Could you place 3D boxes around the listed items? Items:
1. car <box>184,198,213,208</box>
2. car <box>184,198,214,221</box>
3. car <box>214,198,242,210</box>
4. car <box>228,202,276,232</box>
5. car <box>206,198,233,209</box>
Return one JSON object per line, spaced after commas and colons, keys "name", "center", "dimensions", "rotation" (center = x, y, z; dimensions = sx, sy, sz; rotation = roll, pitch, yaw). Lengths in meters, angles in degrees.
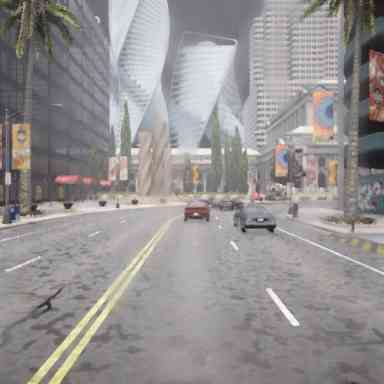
{"name": "car", "center": [1.023, 1.590, 49.089], "dimensions": [1.895, 1.301, 4.718], "rotation": [0, 0, 34]}
{"name": "car", "center": [0.526, 1.472, 26.906], "dimensions": [1.882, 1.535, 5.008], "rotation": [0, 0, 5]}
{"name": "car", "center": [5.025, 1.482, 41.594], "dimensions": [2.128, 1.511, 4.902], "rotation": [0, 0, 27]}
{"name": "car", "center": [3.651, 1.543, 20.057], "dimensions": [2.033, 1.411, 5.357], "rotation": [0, 0, 1]}
{"name": "car", "center": [3.928, 1.554, 47.136], "dimensions": [1.994, 1.385, 4.181], "rotation": [0, 0, 34]}
